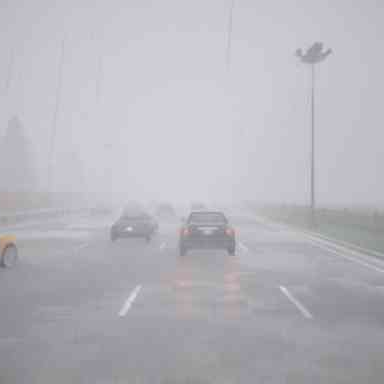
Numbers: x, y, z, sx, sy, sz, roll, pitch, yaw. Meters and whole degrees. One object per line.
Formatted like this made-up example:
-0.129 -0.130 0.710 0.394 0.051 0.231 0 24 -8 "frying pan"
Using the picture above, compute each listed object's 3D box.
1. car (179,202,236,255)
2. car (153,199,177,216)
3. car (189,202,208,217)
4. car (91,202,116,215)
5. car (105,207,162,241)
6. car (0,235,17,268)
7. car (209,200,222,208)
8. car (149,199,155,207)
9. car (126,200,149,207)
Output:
0.576 1.485 14.125 2.097 1.767 4.553 0 0 0 "car"
-2.820 1.823 36.564 1.837 1.490 4.892 0 -1 0 "car"
0.678 1.837 36.254 1.837 1.490 4.892 0 -1 0 "car"
-9.817 1.853 37.275 1.994 1.385 4.181 0 0 0 "car"
-2.909 1.709 17.521 1.994 1.385 4.181 0 -1 0 "car"
-6.451 1.522 8.492 1.882 1.535 5.008 0 -1 0 "car"
4.181 2.163 59.229 1.895 1.301 4.718 0 -1 0 "car"
-6.275 1.985 55.983 1.837 1.490 4.892 0 0 1 "car"
-6.317 1.869 37.027 1.994 1.385 4.181 0 0 0 "car"
